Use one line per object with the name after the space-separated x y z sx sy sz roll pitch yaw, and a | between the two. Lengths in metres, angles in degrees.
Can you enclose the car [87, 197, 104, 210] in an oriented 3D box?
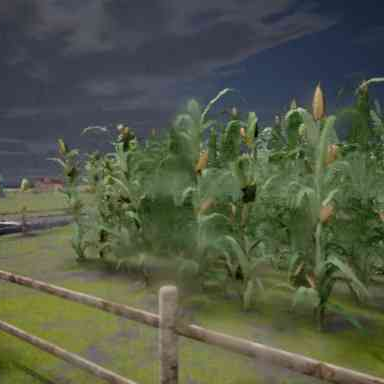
-7.984 1.020 31.814 1.837 1.490 4.892 1 2 21 | car
